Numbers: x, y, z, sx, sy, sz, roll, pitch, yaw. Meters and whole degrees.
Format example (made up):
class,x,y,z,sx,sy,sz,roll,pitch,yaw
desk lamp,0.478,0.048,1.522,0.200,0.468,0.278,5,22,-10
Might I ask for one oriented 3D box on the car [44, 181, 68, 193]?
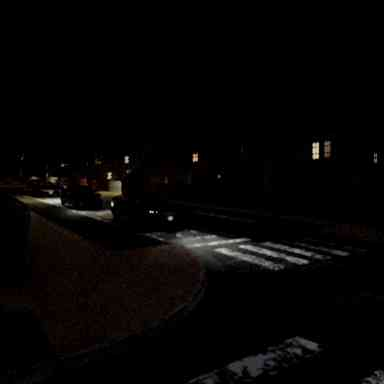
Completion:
class,x,y,z,sx,sy,sz,roll,pitch,yaw
car,-17.392,-0.631,42.417,1.895,1.301,4.718,-1,3,-35

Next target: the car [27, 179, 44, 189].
class,x,y,z,sx,sy,sz,roll,pitch,yaw
car,-25.151,-1.345,53.370,1.812,1.442,4.674,-1,3,-35

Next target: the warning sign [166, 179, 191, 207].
class,x,y,z,sx,sy,sz,roll,pitch,yaw
warning sign,-0.932,0.065,23.267,1.300,1.860,1.060,-4,2,-35

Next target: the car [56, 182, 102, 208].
class,x,y,z,sx,sy,sz,roll,pitch,yaw
car,-8.114,0.235,24.207,1.882,1.535,5.008,-1,3,-35

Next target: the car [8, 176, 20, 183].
class,x,y,z,sx,sy,sz,roll,pitch,yaw
car,-42.609,-3.068,79.456,2.097,1.767,4.553,-4,4,-35

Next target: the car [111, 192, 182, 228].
class,x,y,z,sx,sy,sz,roll,pitch,yaw
car,-2.305,0.728,16.000,2.128,1.511,4.902,-1,3,-35

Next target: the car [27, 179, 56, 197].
class,x,y,z,sx,sy,sz,roll,pitch,yaw
car,-14.878,-0.311,33.777,2.128,1.511,4.902,-1,3,-35
